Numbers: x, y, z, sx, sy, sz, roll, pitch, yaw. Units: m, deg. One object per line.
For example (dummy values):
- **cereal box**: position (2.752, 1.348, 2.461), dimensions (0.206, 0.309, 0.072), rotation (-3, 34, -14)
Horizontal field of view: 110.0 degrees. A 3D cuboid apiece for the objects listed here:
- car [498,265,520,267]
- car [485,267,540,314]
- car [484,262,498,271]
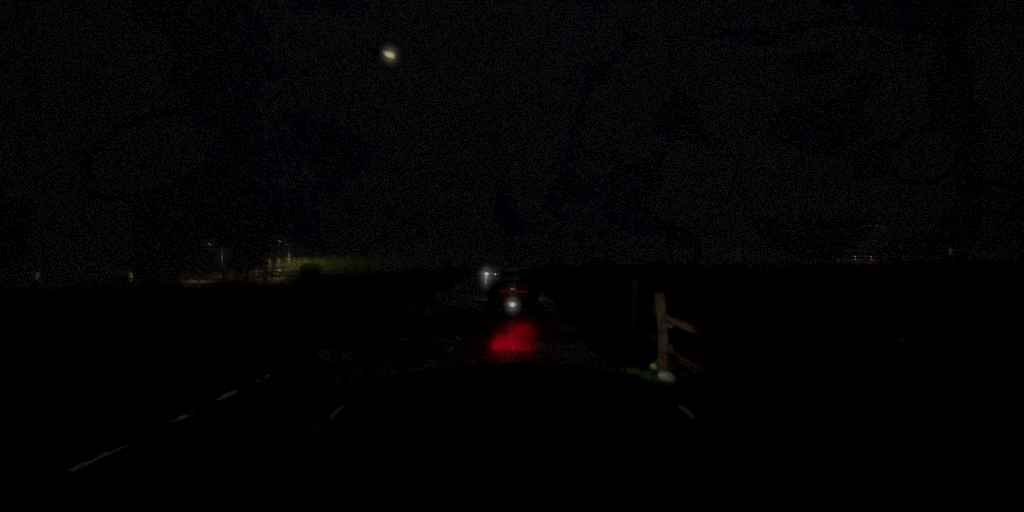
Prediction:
- **car**: position (0.036, 1.493, 29.981), dimensions (1.812, 1.442, 4.674), rotation (0, 0, 1)
- **car**: position (0.039, 1.364, 14.303), dimensions (1.837, 1.490, 4.892), rotation (0, 0, 1)
- **car**: position (-2.863, 1.593, 51.616), dimensions (1.837, 1.490, 4.892), rotation (0, 0, 0)
